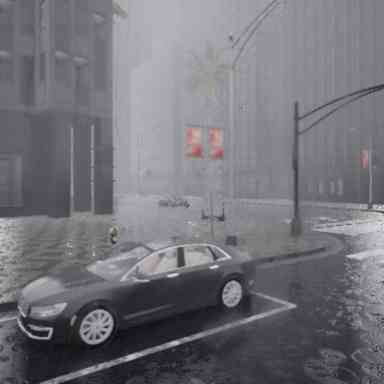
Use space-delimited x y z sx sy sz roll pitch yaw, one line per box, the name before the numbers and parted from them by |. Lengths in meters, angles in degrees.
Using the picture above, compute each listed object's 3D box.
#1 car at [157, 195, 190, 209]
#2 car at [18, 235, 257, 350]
car | -1.965 0.988 34.821 1.994 1.385 4.181 0 1 -35
car | -0.729 1.540 6.127 4.403 1.369 2.008 0 0 -36
